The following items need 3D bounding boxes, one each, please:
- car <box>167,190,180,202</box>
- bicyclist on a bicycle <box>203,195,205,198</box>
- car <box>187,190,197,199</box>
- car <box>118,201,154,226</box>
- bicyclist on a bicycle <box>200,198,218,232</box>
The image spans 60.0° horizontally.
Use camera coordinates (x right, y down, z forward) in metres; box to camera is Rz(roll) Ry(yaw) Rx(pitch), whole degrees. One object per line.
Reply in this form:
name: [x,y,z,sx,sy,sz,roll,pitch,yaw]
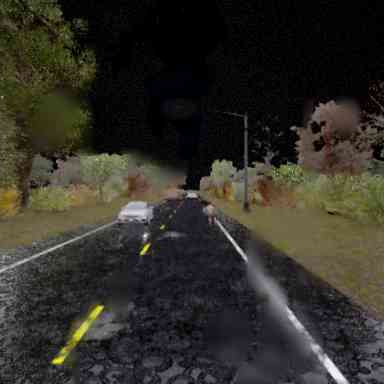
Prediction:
car: [-3.507,0.735,62.856,2.150,2.045,5.566,0,0,0]
bicyclist on a bicycle: [0.963,1.148,27.081,0.659,1.776,1.843,0,1,0]
car: [0.002,0.637,78.383,2.150,2.045,5.566,0,0,0]
car: [-3.588,1.345,21.923,1.812,1.442,4.674,0,0,0]
bicyclist on a bicycle: [0.974,1.288,17.957,0.866,1.612,1.509,0,0,0]
